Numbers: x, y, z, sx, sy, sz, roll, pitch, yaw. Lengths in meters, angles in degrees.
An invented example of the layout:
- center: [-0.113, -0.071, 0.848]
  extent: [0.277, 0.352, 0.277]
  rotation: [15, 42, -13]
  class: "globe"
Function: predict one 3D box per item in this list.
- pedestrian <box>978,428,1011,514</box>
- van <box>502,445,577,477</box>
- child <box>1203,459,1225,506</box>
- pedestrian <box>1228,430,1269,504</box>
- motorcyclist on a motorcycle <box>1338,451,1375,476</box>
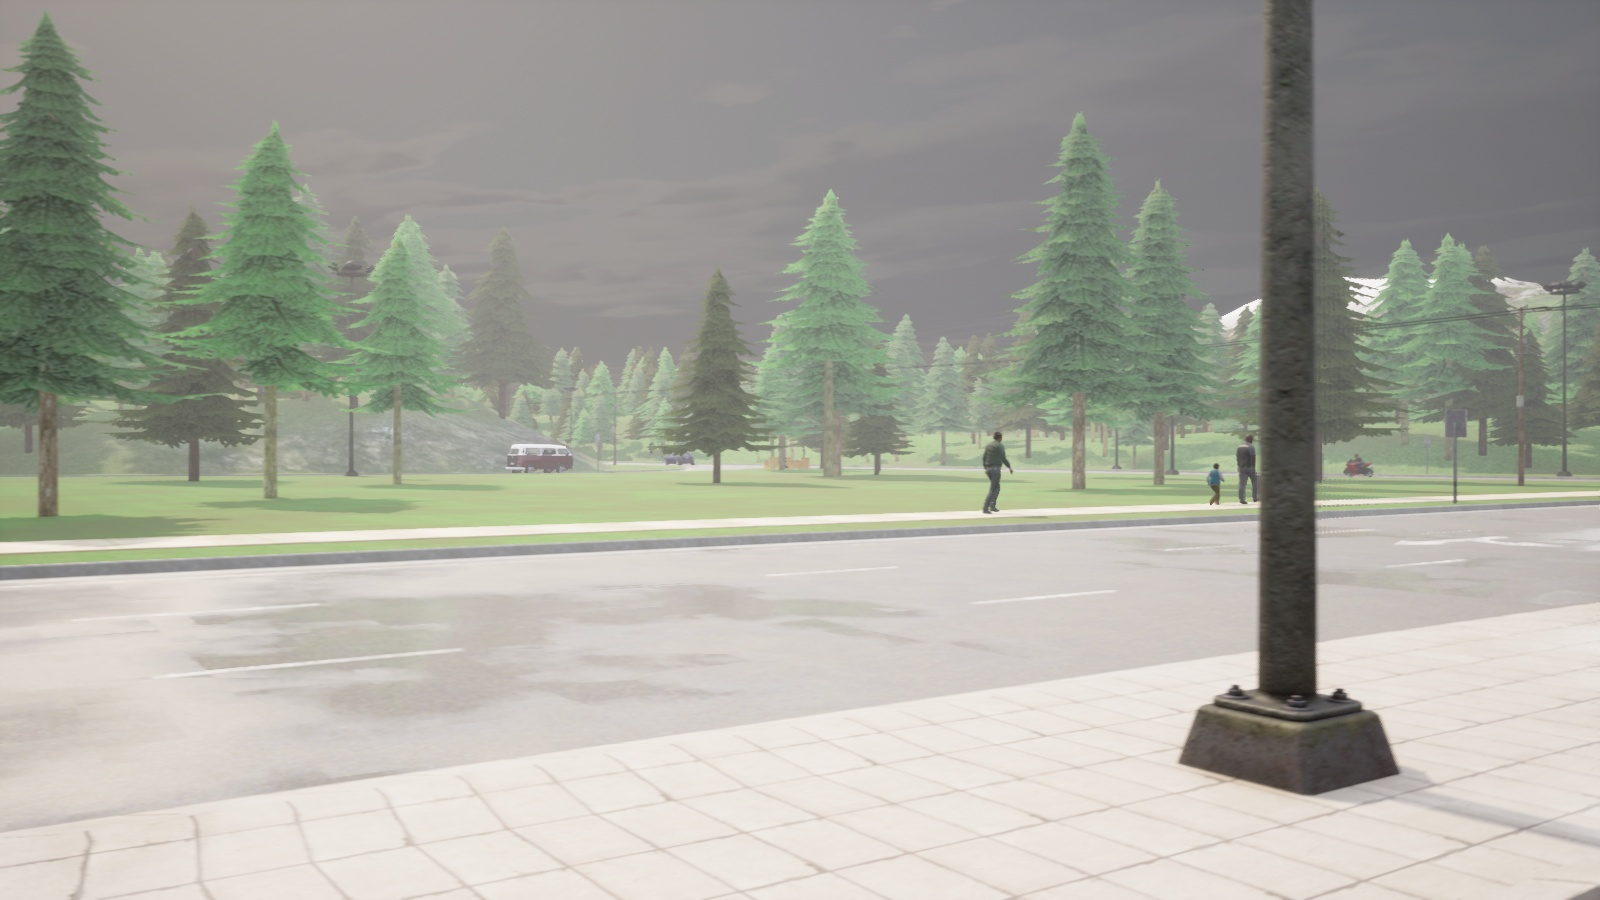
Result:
- center: [4.211, 0.442, 27.220]
  extent: [0.614, 1.847, 0.353]
  rotation: [0, 0, -32]
  class: "pedestrian"
- center: [-17.340, 0.710, 83.765]
  extent: [2.069, 2.038, 4.480]
  rotation: [0, 0, 44]
  class: "van"
- center: [10.588, 0.820, 32.136]
  extent: [0.448, 1.192, 0.343]
  rotation: [0, 0, -35]
  class: "child"
- center: [11.611, 0.439, 32.530]
  extent: [0.849, 1.883, 0.563]
  rotation: [0, 0, -29]
  class: "pedestrian"
- center: [35.434, 0.848, 79.917]
  extent: [0.797, 1.523, 2.044]
  rotation: [0, 0, -34]
  class: "motorcyclist on a motorcycle"
